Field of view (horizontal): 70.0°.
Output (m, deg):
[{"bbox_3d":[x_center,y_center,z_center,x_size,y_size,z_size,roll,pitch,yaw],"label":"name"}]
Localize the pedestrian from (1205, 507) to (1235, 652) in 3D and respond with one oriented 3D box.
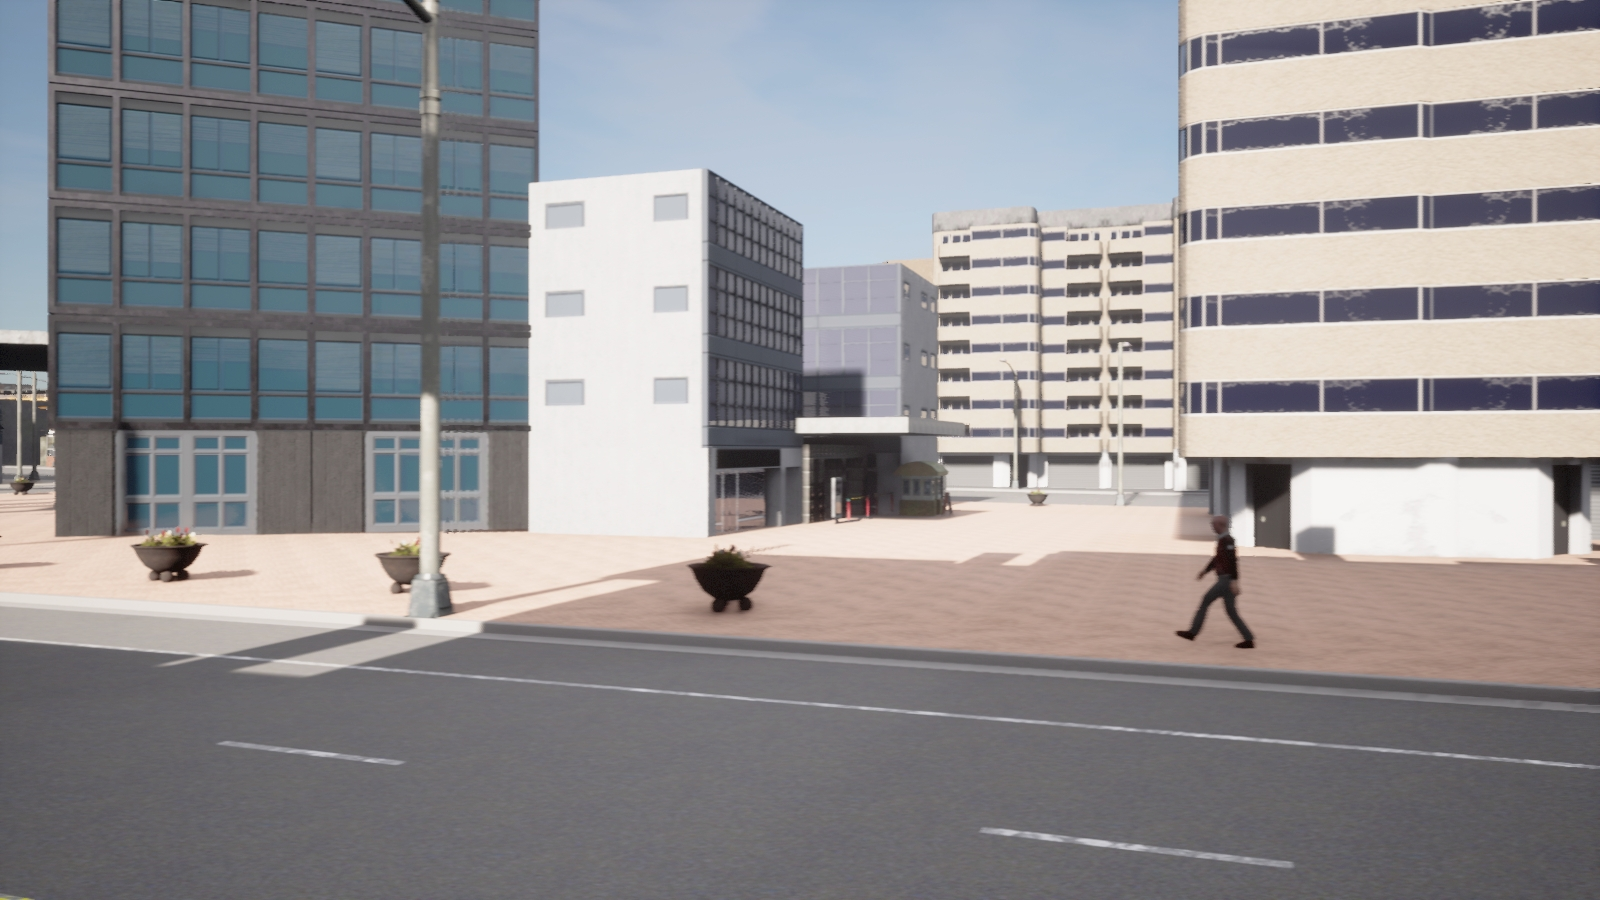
[{"bbox_3d":[5.560,1.698,15.127,0.375,1.860,0.375,0,0,20],"label":"pedestrian"}]
